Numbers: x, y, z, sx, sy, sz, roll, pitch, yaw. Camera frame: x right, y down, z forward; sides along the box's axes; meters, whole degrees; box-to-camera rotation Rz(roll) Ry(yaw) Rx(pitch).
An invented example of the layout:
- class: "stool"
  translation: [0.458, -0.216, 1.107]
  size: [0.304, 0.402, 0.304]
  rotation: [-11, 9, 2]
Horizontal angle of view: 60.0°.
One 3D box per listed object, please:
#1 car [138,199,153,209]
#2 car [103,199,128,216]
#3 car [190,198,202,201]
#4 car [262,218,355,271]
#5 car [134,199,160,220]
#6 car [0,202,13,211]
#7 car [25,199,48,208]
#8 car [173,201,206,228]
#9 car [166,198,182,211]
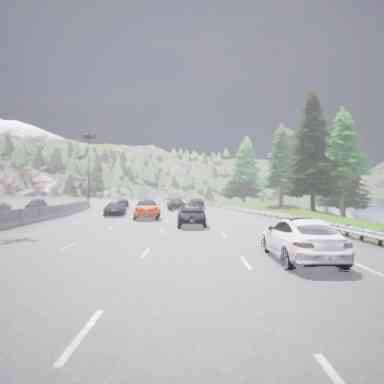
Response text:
- class: "car"
  translation: [-7.332, 1.805, 51.821]
  size: [1.994, 1.385, 4.181]
  rotation: [0, 0, -13]
- class: "car"
  translation: [-7.864, 1.723, 34.158]
  size: [1.994, 1.385, 4.181]
  rotation: [0, 0, -7]
- class: "car"
  translation: [0.514, 1.734, 49.146]
  size: [1.837, 1.490, 4.892]
  rotation: [1, -1, -12]
- class: "car"
  translation: [3.600, 1.577, 10.955]
  size: [1.812, 1.442, 4.674]
  rotation: [0, 0, 0]
- class: "car"
  translation: [-3.926, 1.490, 29.489]
  size: [2.097, 1.767, 4.553]
  rotation: [0, 0, -4]
- class: "car"
  translation: [-22.902, 1.784, 39.092]
  size: [1.895, 1.301, 4.718]
  rotation: [0, 0, -9]
- class: "car"
  translation: [-20.068, 1.709, 43.147]
  size: [1.837, 1.490, 4.892]
  rotation: [0, -1, -10]
- class: "car"
  translation: [-0.077, 1.600, 23.148]
  size: [2.128, 1.511, 4.902]
  rotation: [0, 0, -2]
- class: "car"
  translation: [-2.278, 1.558, 44.367]
  size: [2.097, 1.767, 4.553]
  rotation: [0, 0, -9]
